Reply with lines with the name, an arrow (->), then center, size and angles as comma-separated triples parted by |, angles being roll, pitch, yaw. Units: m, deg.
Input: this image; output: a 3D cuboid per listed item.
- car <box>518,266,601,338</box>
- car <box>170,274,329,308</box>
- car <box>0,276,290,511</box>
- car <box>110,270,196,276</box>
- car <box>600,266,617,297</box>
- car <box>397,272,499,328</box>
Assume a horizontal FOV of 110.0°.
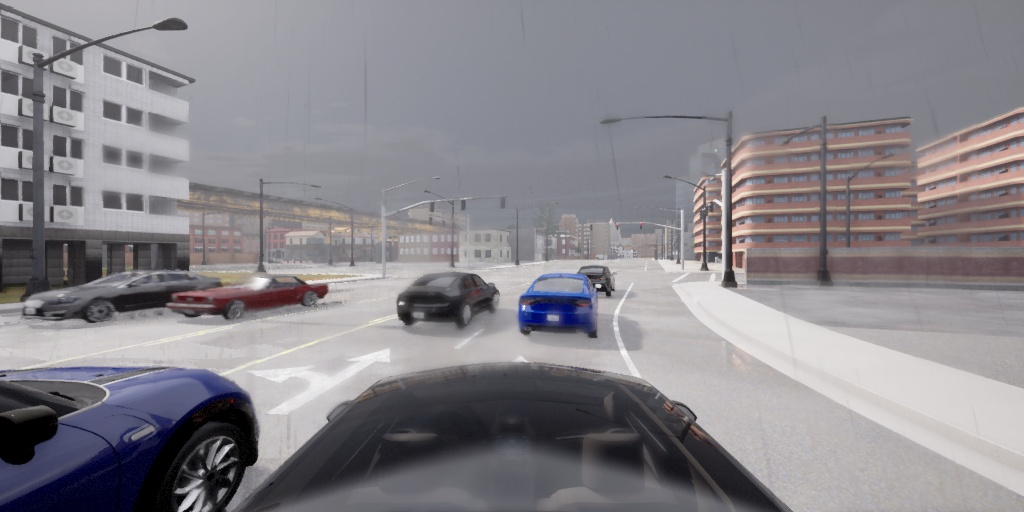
car -> 1.516, 1.228, 10.356 | 1.882, 1.535, 5.008 | 0, 0, 14
car -> -8.977, 1.351, 12.742 | 1.895, 1.301, 4.718 | 0, 0, 15
car -> -3.245, 1.102, 1.241 | 2.097, 1.767, 4.553 | 0, 0, 0
car -> -12.641, 1.241, 12.207 | 2.128, 1.511, 4.902 | 0, 0, 13
car -> 4.475, 1.255, 19.268 | 1.837, 1.490, 4.892 | 0, 0, 20
car -> -1.802, 1.256, 11.523 | 1.837, 1.490, 4.892 | 0, 0, 14
